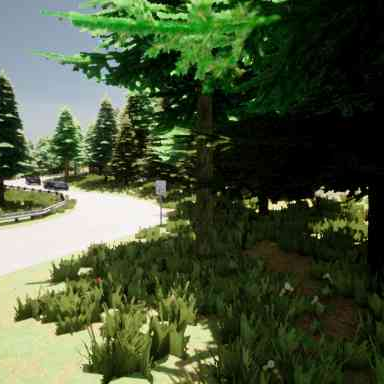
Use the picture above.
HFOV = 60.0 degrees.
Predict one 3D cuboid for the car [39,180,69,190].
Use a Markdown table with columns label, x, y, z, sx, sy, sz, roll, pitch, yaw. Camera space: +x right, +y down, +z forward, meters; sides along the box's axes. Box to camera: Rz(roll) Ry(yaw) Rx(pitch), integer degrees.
| label | x | y | z | sx | sy | sz | roll | pitch | yaw |
| --- | --- | --- | --- | --- | --- | --- | --- | --- | --- |
| car | -18.881 | -0.986 | 46.136 | 4.181 | 1.385 | 1.994 | 6 | 4 | 39 |

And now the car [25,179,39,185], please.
| label | x | y | z | sx | sy | sz | roll | pitch | yaw |
| --- | --- | --- | --- | --- | --- | --- | --- | --- | --- |
| car | -25.510 | -1.912 | 53.400 | 1.837 | 1.490 | 4.892 | 0 | 5 | -34 |
